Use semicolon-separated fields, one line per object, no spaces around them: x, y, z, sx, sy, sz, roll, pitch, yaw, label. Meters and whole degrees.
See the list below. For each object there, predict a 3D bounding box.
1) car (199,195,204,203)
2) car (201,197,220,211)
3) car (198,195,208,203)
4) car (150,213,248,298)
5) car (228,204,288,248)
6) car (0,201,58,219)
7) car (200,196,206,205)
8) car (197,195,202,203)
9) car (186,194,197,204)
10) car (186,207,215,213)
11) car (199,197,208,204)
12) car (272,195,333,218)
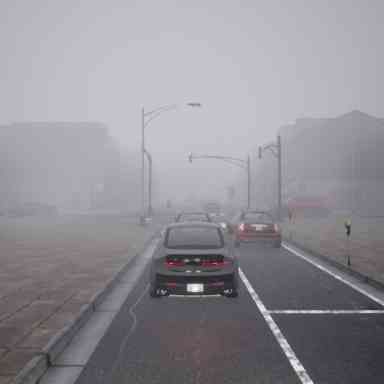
2.547;1.703;52.742;1.752;1.417;4.829;1;0;0;car
2.569;1.673;41.698;1.947;1.339;4.313;1;0;0;car
2.494;1.735;79.763;2.192;1.841;5.009;1;-1;0;car
0.022;1.512;8.522;1.837;1.490;4.892;0;0;-1;car
2.630;1.457;14.952;1.967;1.590;4.097;2;0;0;car
-14.660;1.635;29.931;4.892;1.490;1.837;0;-2;0;car
2.557;1.705;47.135;1.947;1.339;4.313;1;0;0;car
2.523;1.830;63.447;1.947;1.339;4.313;1;-1;0;car
-0.149;1.558;71.827;2.150;2.045;5.566;0;-1;0;car
0.060;1.619;16.032;1.895;1.301;4.718;0;0;0;car
2.501;1.892;74.492;1.752;1.417;4.829;1;-1;0;car
9.755;1.297;30.030;5.566;2.045;2.150;0;-2;3;car
